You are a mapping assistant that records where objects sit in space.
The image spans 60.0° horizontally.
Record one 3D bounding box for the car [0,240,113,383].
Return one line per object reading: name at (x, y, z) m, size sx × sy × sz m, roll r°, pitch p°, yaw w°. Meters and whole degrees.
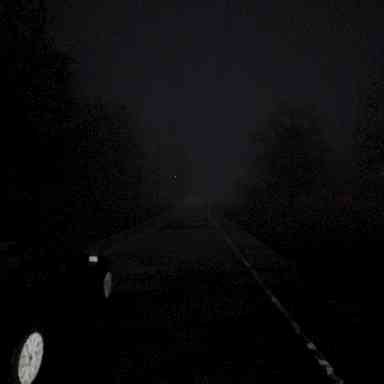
car at (-2.719, 1.511, 5.297) m, size 1.882 × 1.535 × 5.008 m, roll 0°, pitch 0°, yaw 2°
